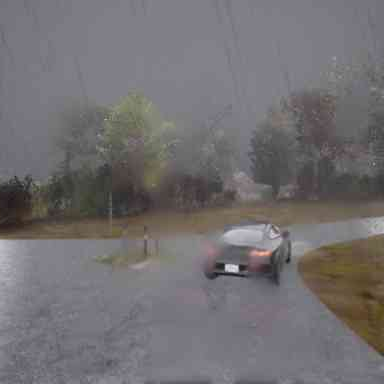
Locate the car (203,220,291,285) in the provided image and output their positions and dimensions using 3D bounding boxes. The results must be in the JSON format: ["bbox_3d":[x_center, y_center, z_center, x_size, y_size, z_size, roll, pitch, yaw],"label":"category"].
[{"bbox_3d":[1.734,1.530,9.556,1.812,1.442,4.674,0,0,22],"label":"car"}]
